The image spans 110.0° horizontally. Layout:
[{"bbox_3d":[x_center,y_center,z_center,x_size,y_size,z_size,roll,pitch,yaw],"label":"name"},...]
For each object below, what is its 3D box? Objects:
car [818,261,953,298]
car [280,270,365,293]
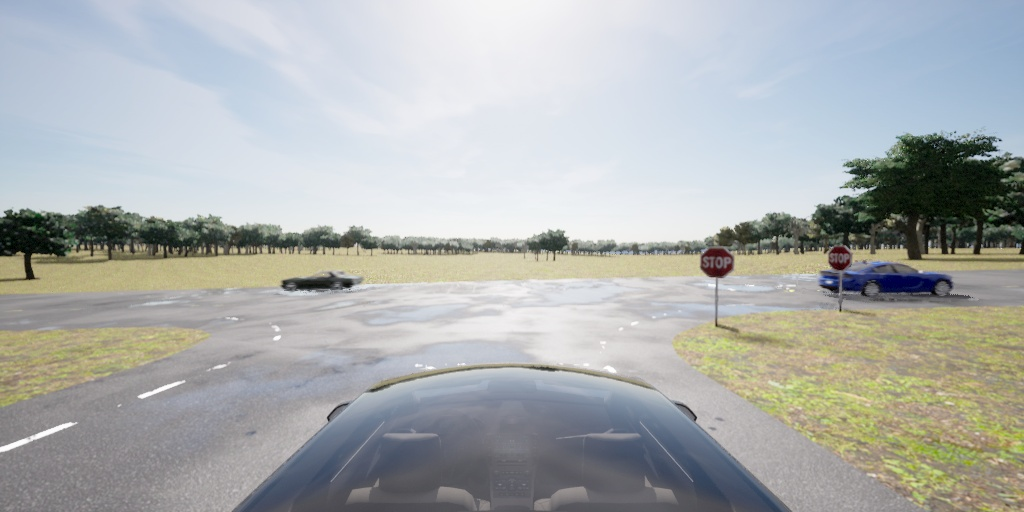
[{"bbox_3d":[16.881,0.988,16.314,5.008,1.535,1.882,-1,2,0],"label":"car"},{"bbox_3d":[-12.277,1.614,23.279,4.718,1.301,1.895,-2,2,0],"label":"car"}]
